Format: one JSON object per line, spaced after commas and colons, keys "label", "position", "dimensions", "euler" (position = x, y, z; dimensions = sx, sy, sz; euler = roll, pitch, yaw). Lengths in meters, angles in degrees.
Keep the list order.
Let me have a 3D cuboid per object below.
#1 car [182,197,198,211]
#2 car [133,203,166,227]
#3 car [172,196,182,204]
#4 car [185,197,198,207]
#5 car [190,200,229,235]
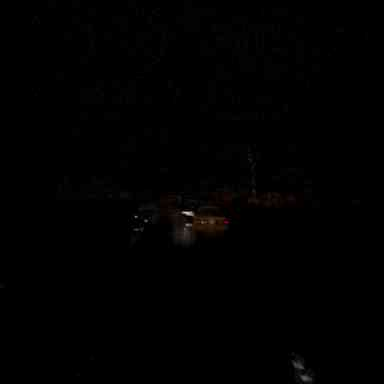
{"label": "car", "position": [0.033, 1.510, 40.377], "dimensions": [1.812, 1.442, 4.674], "euler": [0, 0, 0]}
{"label": "car", "position": [-2.854, 1.515, 22.937], "dimensions": [1.812, 1.442, 4.674], "euler": [0, 0, 0]}
{"label": "car", "position": [-2.773, 1.523, 64.687], "dimensions": [2.033, 1.411, 5.357], "euler": [0, 0, 0]}
{"label": "car", "position": [-0.009, 1.545, 53.026], "dimensions": [1.994, 1.385, 4.181], "euler": [0, 0, 0]}
{"label": "car", "position": [0.959, 1.446, 18.518], "dimensions": [1.801, 1.575, 5.366], "euler": [0, 0, 0]}
